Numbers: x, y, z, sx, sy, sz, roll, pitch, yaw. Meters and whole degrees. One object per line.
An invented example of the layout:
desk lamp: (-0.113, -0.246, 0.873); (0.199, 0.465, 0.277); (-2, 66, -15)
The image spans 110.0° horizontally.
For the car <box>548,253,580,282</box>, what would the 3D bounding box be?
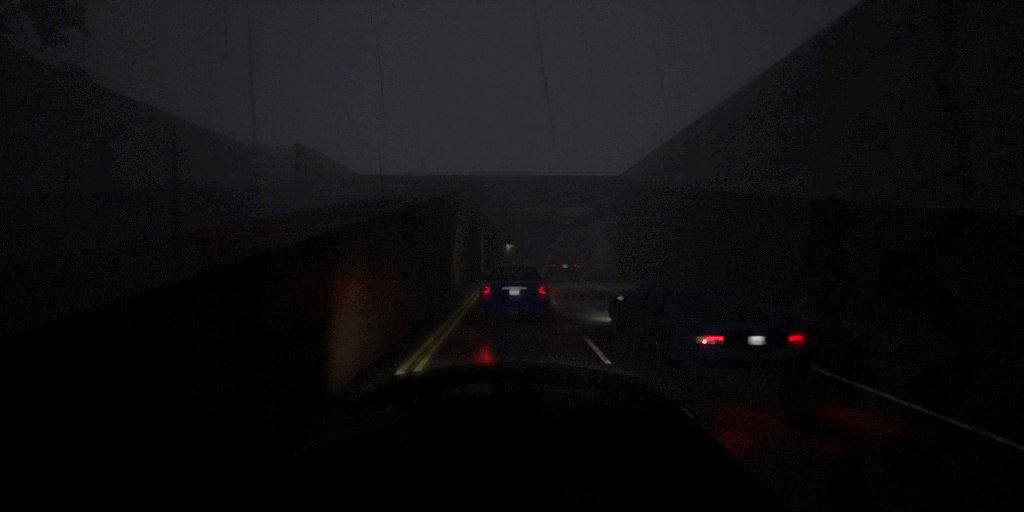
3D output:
car: (3.587, 0.778, 26.592); (2.150, 2.045, 5.566); (0, 0, 0)

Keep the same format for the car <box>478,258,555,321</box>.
car: (0.085, 1.021, 12.135); (2.097, 1.767, 4.553); (0, 0, 0)

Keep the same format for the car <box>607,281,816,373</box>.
car: (3.567, 1.251, 7.712); (2.033, 1.411, 5.357); (0, 0, 0)
